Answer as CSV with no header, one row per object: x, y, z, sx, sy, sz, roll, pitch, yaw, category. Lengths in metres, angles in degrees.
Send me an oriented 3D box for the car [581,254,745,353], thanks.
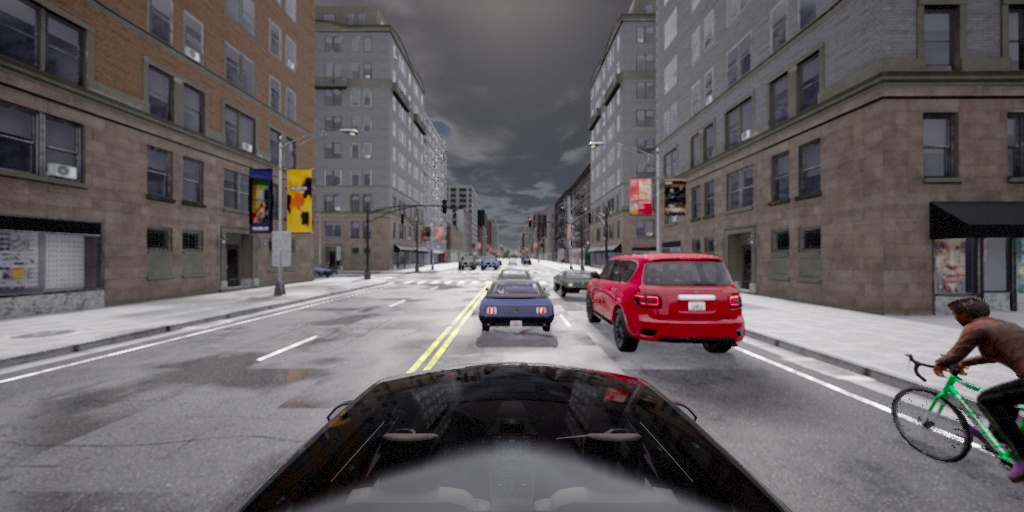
3.336,0.974,9.000,2.150,2.045,5.566,0,0,2,car

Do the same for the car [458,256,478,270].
-6.506,1.004,52.611,2.150,2.045,5.566,0,0,0,car

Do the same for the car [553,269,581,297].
3.277,1.359,18.769,1.895,1.301,4.718,0,0,0,car

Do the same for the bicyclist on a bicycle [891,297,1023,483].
4.149,1.203,3.097,0.582,1.620,1.656,0,0,0,bicyclist on a bicycle

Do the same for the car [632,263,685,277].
15.118,1.419,37.077,4.718,1.301,1.895,0,0,0,car

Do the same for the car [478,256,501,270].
-3.231,1.003,52.318,2.150,2.045,5.566,0,0,2,car

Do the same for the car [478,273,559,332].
0.115,1.355,10.919,1.895,1.301,4.718,0,0,0,car

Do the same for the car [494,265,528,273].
0.129,1.360,20.023,1.895,1.301,4.718,0,0,0,car

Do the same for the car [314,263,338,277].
-19.641,1.292,34.323,5.357,1.411,2.033,0,0,0,car
